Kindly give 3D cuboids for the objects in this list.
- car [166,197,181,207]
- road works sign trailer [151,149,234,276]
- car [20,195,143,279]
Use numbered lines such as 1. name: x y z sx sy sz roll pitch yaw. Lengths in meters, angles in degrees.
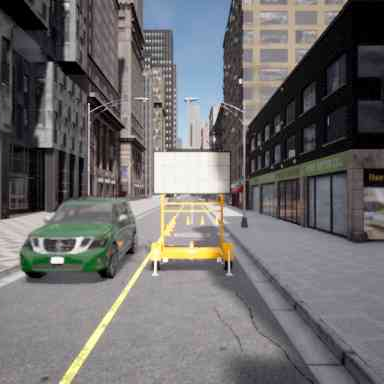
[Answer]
1. car: -3.085 1.600 53.474 1.812 1.442 4.674 0 0 0
2. road works sign trailer: 0.007 0.467 10.360 2.380 3.560 2.880 0 0 0
3. car: -3.100 1.225 10.417 2.150 2.045 5.566 0 0 0
